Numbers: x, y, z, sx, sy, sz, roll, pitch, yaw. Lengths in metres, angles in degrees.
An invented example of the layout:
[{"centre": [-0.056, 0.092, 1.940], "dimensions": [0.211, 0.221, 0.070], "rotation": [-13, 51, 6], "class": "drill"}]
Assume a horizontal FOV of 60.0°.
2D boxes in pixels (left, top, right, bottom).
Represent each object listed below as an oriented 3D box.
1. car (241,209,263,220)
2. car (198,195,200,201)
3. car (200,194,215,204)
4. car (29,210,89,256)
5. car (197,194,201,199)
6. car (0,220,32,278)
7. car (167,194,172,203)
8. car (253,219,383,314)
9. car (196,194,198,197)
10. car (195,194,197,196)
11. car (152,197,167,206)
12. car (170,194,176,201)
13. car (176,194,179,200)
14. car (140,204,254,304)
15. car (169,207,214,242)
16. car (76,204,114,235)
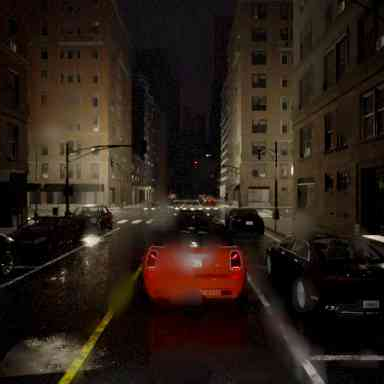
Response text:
[{"centre": [2.830, 1.570, 18.474], "dimensions": [1.947, 1.339, 4.313], "rotation": [0, 0, 0], "class": "car"}, {"centre": [2.816, 1.619, 66.382], "dimensions": [2.008, 1.369, 4.403], "rotation": [0, 0, 0], "class": "car"}, {"centre": [2.811, 1.487, 55.564], "dimensions": [1.967, 1.590, 4.097], "rotation": [0, 0, 0], "class": "car"}, {"centre": [-5.688, 1.584, 12.961], "dimensions": [1.802, 1.307, 4.206], "rotation": [0, 0, 0], "class": "car"}, {"centre": [2.820, 1.539, 77.200], "dimensions": [1.967, 1.590, 4.097], "rotation": [0, 0, 0], "class": "car"}, {"centre": [-5.679, 1.567, 7.459], "dimensions": [1.947, 1.339, 4.313], "rotation": [0, 0, 0], "class": "car"}, {"centre": [-5.708, 1.619, 66.382], "dimensions": [2.008, 1.369, 4.403], "rotation": [0, 0, 0], "class": "car"}, {"centre": [2.846, 1.552, 7.471], "dimensions": [2.008, 1.369, 4.403], "rotation": [0, 0, 0], "class": "car"}, {"centre": [2.824, 1.577, 88.018], "dimensions": [1.967, 1.590, 4.097], "rotation": [0, 0, 0], "class": "car"}, {"centre": [2.825, 1.475, 93.427], "dimensions": [2.192, 1.841, 5.009], "rotation": [0, 0, 0], "class": "car"}, {"centre": [-5.713, 1.628, 55.565], "dimensions": [1.802, 1.307, 4.206], "rotation": [0, 0, 0], "class": "car"}, {"centre": [-5.703, 1.642, 82.438], "dimensions": [1.752, 1.417, 4.829], "rotation": [0, 0, 0], "class": "car"}, {"centre": [-5.699, 1.475, 93.425], "dimensions": [2.192, 1.841, 5.009], "rotation": [0, 0, 0], "class": "car"}, {"centre": [0.051, 1.354, 8.332], "dimensions": [2.097, 1.767, 4.553], "rotation": [0, 0, 0], "class": "car"}, {"centre": [-0.020, 1.568, 16.986], "dimensions": [1.994, 1.385, 4.181], "rotation": [0, 0, 0], "class": "car"}, {"centre": [-5.695, 1.444, 18.462], "dimensions": [1.967, 1.590, 4.097], "rotation": [0, 0, 0], "class": "car"}]
